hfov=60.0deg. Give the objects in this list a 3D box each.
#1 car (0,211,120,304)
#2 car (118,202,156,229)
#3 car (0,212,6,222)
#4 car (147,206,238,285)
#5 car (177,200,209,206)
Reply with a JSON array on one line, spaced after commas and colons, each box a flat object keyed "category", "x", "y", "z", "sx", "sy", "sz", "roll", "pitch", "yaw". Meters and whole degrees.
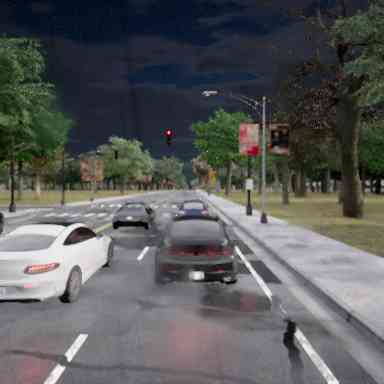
[{"category": "car", "x": -3.161, "y": 1.400, "z": 7.698, "sx": 1.812, "sy": 1.442, "sz": 4.674, "roll": 0, "pitch": 1, "yaw": 0}, {"category": "car", "x": -3.176, "y": 1.261, "z": 18.895, "sx": 1.994, "sy": 1.385, "sz": 4.181, "roll": 0, "pitch": 1, "yaw": 0}, {"category": "car", "x": -9.772, "y": 1.301, "z": 14.051, "sx": 1.812, "sy": 1.442, "sz": 4.674, "roll": 0, "pitch": 1, "yaw": 0}, {"category": "car", "x": 0.088, "y": 1.359, "z": 9.002, "sx": 1.837, "sy": 1.490, "sz": 4.892, "roll": 0, "pitch": 1, "yaw": 0}, {"category": "car", "x": 0.072, "y": 1.205, "z": 19.979, "sx": 1.812, "sy": 1.442, "sz": 4.674, "roll": 0, "pitch": 1, "yaw": 0}]
